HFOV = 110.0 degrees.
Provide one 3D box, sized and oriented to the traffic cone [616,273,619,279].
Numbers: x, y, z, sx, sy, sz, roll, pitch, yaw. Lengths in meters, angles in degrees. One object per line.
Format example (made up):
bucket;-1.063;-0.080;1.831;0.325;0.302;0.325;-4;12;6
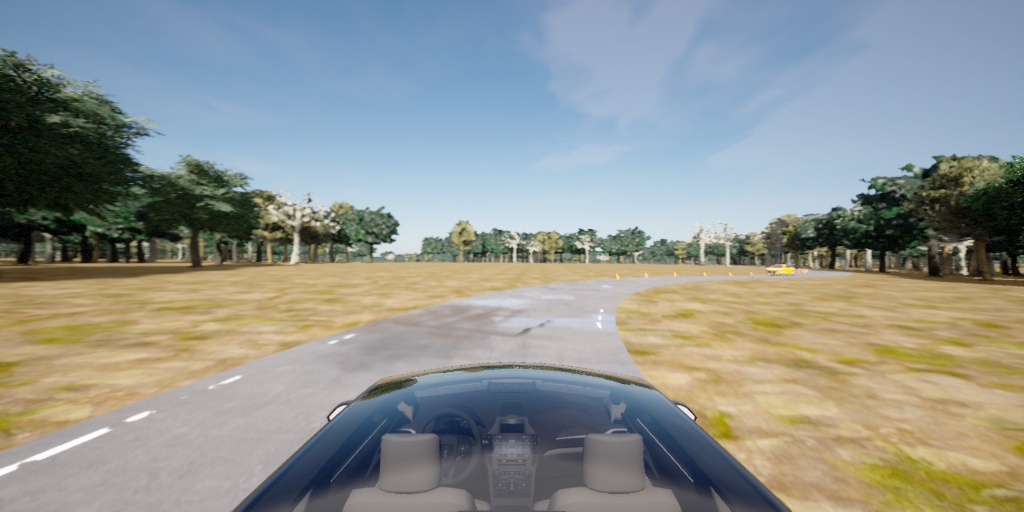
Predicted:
traffic cone;10.223;1.940;34.742;0.340;0.580;0.340;0;0;-43

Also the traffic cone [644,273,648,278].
traffic cone;14.277;2.009;38.166;0.340;0.580;0.340;0;0;-37

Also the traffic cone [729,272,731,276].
traffic cone;27.752;2.228;45.640;0.340;0.580;0.340;0;0;-27

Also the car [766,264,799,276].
car;35.847;1.865;47.896;5.008;1.535;1.882;1;-1;-32

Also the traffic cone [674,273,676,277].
traffic cone;18.693;2.082;41.104;0.340;0.580;0.340;0;0;-30

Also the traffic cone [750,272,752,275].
traffic cone;32.002;2.305;47.994;0.340;0.580;0.340;0;0;-30

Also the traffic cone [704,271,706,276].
traffic cone;23.385;2.157;43.511;0.340;0.580;0.340;0;0;-25
